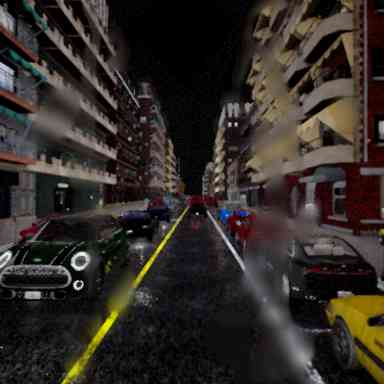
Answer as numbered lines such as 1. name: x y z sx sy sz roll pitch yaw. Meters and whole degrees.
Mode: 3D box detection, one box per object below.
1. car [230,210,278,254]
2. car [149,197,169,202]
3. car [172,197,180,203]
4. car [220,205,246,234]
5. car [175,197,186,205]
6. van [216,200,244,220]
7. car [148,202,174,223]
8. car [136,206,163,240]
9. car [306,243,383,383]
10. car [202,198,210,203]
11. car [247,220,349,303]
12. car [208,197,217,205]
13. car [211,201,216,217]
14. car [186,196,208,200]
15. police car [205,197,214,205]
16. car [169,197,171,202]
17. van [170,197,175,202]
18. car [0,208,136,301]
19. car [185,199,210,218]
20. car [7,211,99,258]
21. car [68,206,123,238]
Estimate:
1. car: 2.859 1.666 13.828 1.887 1.381 4.507 1 0 1
2. car: -5.056 1.662 47.912 2.192 1.841 5.009 1 0 1
3. car: -4.447 2.272 93.031 1.752 1.417 4.829 1 -1 1
4. car: 2.936 1.710 19.489 1.887 1.381 4.507 1 0 1
5. car: -2.076 1.890 69.930 2.097 1.767 4.553 0 0 1
6. van: 3.015 1.551 25.153 1.690 1.788 3.998 1 0 1
7. car: -2.711 1.760 27.671 1.994 1.385 4.181 0 0 1
8. car: -2.879 1.681 17.623 1.994 1.385 4.181 0 0 1
9. car: 2.711 1.564 2.901 1.752 1.417 4.829 1 0 1
10. car: 3.934 2.362 93.086 1.947 1.339 4.313 1 -1 1
11. car: 2.782 1.629 8.166 2.008 1.369 4.403 1 0 1
12. car: 3.477 1.806 59.121 2.192 1.841 5.009 1 0 1
13. car: 3.089 1.806 30.813 2.008 1.369 4.403 1 0 1
14. car: 0.702 1.590 46.227 2.150 2.045 5.566 0 0 1
15. police car: 4.015 2.072 76.657 1.930 1.638 5.238 0 -1 1
16. car: -4.982 1.946 53.571 2.008 1.369 4.403 1 0 1
17. van: -4.826 1.833 64.896 1.690 1.788 3.998 1 0 1
18. car: -3.009 1.400 8.619 2.097 1.767 4.553 0 0 1
19. car: 0.524 1.765 33.128 1.837 1.490 4.892 0 0 1
20. car: -5.520 1.618 13.942 1.887 1.381 4.507 1 0 1
21. car: -5.445 1.641 19.433 1.752 1.417 4.829 1 0 1
